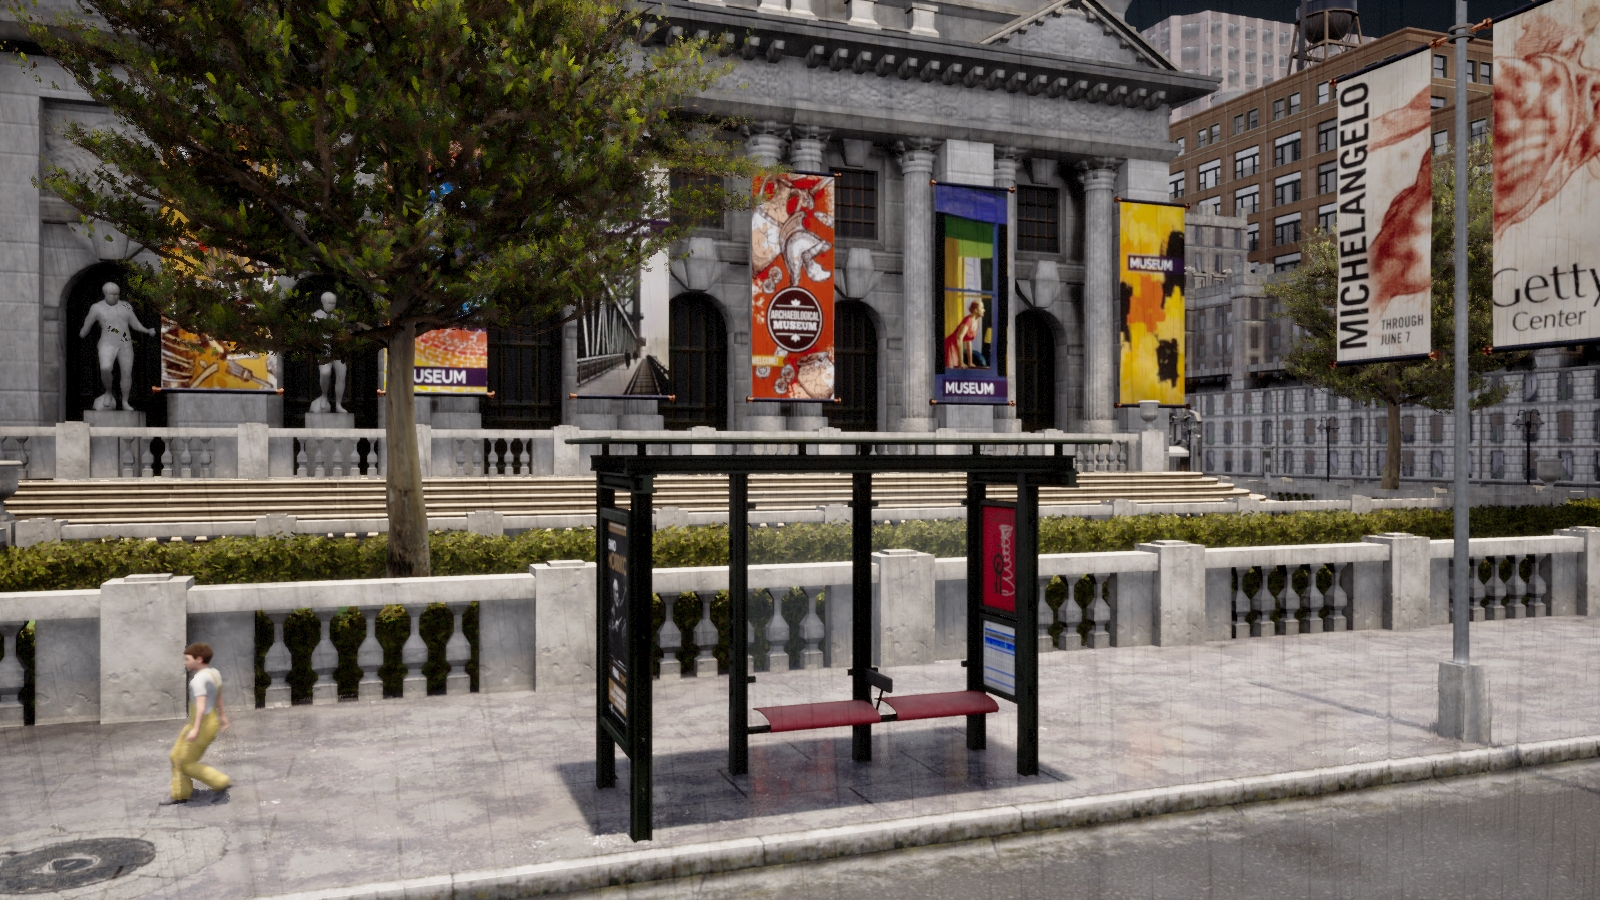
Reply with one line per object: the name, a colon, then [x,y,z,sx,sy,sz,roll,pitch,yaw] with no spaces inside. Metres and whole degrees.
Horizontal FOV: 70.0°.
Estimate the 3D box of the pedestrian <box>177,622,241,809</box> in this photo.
pedestrian: [-4.442,1.976,8.593,0.375,1.300,0.375,0,0,-19]
